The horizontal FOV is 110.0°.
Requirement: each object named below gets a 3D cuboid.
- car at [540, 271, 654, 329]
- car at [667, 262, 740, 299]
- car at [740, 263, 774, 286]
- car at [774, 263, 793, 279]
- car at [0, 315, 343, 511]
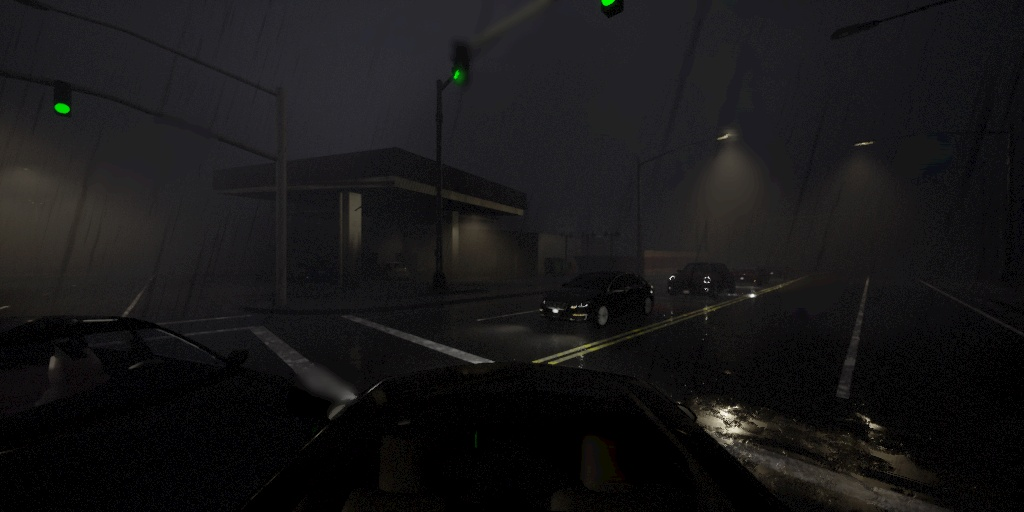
[{"bbox_3d":[2.900,1.255,11.543,1.837,1.490,4.892,0,0,45],"label":"car"},{"bbox_3d":[9.750,1.101,18.378,4.553,1.767,2.097,0,0,-45],"label":"car"},{"bbox_3d":[16.688,1.313,25.277,1.994,1.385,4.181,0,0,44],"label":"car"},{"bbox_3d":[23.833,1.313,32.319,4.181,1.385,1.994,0,0,-44],"label":"car"},{"bbox_3d":[-3.417,1.242,2.536,4.902,1.511,2.128,0,0,15],"label":"car"}]
